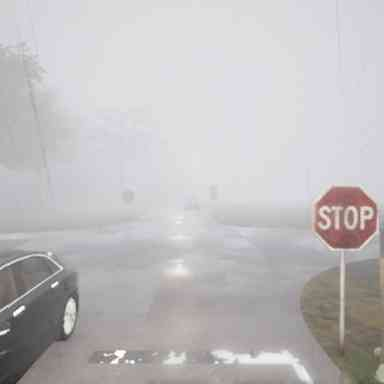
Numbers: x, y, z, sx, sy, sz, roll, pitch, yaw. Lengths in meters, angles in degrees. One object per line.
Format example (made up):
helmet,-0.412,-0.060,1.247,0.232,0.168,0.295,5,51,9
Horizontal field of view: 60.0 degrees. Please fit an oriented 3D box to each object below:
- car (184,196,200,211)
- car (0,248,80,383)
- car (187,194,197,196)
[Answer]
car,0.033,1.567,41.422,2.033,1.411,5.357,0,0,0
car,-2.757,1.511,3.678,1.837,1.490,4.892,0,0,0
car,-0.007,1.331,65.077,2.150,2.045,5.566,0,0,0
